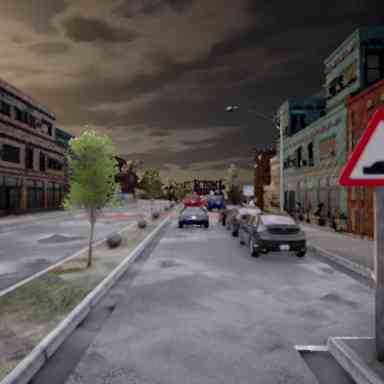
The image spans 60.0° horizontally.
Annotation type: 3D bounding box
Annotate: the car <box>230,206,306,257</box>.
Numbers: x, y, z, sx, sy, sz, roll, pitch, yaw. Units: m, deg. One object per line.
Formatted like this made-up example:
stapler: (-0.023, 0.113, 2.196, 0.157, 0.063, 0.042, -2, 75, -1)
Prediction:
car: (2.997, 1.527, 13.167, 2.231, 1.521, 4.892, 0, 0, 0)

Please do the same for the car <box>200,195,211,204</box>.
car: (3.000, 1.643, 73.878, 2.185, 1.767, 4.553, 0, 0, 0)

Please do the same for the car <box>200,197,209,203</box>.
car: (3.000, 1.855, 79.553, 2.002, 1.452, 4.674, 0, 0, 0)

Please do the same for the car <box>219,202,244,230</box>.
car: (2.997, 1.544, 18.814, 2.231, 1.521, 4.892, 0, 0, 0)

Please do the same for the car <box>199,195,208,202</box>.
car: (3.000, 1.734, 85.047, 2.185, 1.767, 4.553, 0, 0, 0)

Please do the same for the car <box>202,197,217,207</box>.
car: (3.000, 1.659, 57.340, 2.231, 1.521, 4.892, 0, 0, 0)

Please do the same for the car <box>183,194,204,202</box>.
car: (0.099, 1.331, 42.180, 2.150, 2.045, 5.566, 0, -1, 0)

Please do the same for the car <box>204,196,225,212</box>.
car: (2.998, 1.648, 46.300, 2.002, 1.452, 4.674, 0, 0, 0)

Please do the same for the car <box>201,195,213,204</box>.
car: (2.999, 1.603, 68.357, 2.185, 1.767, 4.553, 0, 0, 0)

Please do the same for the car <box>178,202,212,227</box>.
car: (0.092, 1.613, 22.842, 1.994, 1.385, 4.181, -1, -1, 0)
